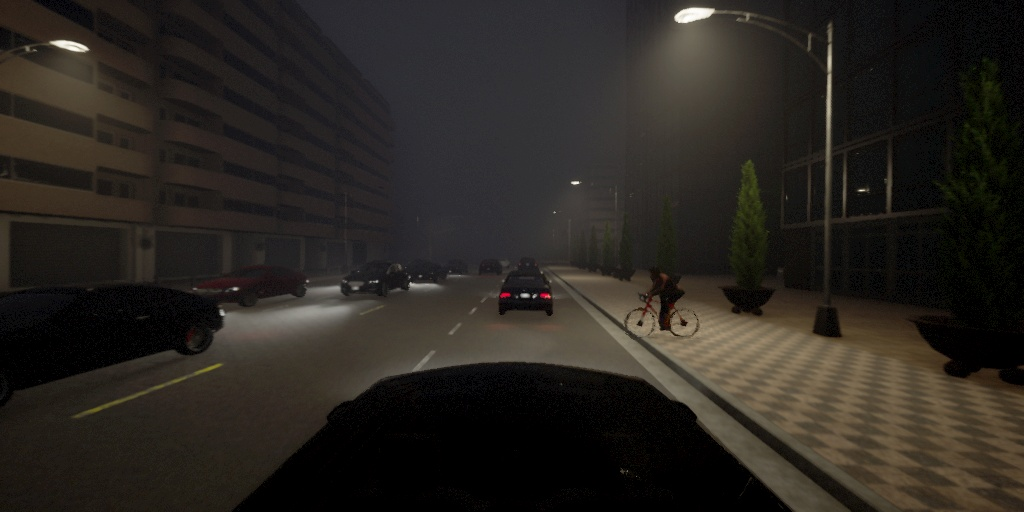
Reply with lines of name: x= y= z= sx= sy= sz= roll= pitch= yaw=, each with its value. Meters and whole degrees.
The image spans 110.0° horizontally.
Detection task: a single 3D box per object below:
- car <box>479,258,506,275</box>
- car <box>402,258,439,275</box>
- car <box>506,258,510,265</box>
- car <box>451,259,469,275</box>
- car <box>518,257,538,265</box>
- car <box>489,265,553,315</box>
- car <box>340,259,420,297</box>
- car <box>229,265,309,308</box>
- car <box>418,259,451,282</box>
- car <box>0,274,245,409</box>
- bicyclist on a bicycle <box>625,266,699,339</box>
car: x=-1.996 y=1.005 z=34.724 sx=1.882 sy=1.535 sz=5.008 roll=1 pitch=0 yaw=3
car: x=-9.037 y=0.996 z=35.805 sx=2.033 sy=1.411 sz=5.357 roll=1 pitch=0 yaw=3
car: x=-1.264 y=0.965 z=50.211 sx=1.812 sy=1.442 sz=4.674 roll=1 pitch=0 yaw=3
car: x=-5.548 y=1.033 z=35.544 sx=2.033 sy=1.411 sz=5.357 roll=1 pitch=0 yaw=3
car: x=1.700 y=0.893 z=38.450 sx=2.097 sy=1.767 sz=4.553 roll=1 pitch=0 yaw=3
car: x=0.521 y=1.232 z=13.336 sx=2.033 sy=1.411 sz=5.357 roll=1 pitch=0 yaw=3
car: x=-6.473 y=1.079 z=17.545 sx=2.128 sy=1.511 sz=4.902 roll=1 pitch=0 yaw=3
car: x=-10.129 y=1.095 z=14.358 sx=1.812 sy=1.442 sz=4.674 roll=1 pitch=0 yaw=3
car: x=-5.991 y=1.142 z=25.760 sx=1.994 sy=1.385 sz=4.181 roll=1 pitch=0 yaw=3
car: x=-6.986 y=1.180 z=5.682 sx=1.812 sy=1.442 sz=4.674 roll=1 pitch=0 yaw=2
bicyclist on a bicycle: x=3.357 y=1.050 z=8.032 sx=1.656 sy=1.620 sz=0.582 roll=0 pitch=0 yaw=2
